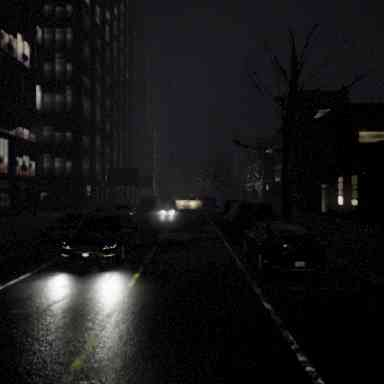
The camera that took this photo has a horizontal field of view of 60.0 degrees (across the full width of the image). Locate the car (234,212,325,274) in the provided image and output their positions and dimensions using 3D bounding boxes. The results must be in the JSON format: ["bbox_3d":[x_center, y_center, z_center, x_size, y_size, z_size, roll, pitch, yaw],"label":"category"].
[{"bbox_3d":[2.700,1.569,10.475,2.008,1.369,4.403,1,0,0],"label":"car"}]

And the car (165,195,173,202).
[{"bbox_3d":[-5.687,1.565,82.407,1.752,1.417,4.829,1,0,0],"label":"car"}]

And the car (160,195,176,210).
[{"bbox_3d":[-3.094,1.537,43.561,2.128,1.511,4.902,0,0,0],"label":"car"}]

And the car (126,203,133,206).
[{"bbox_3d":[-5.682,1.582,27.115,1.887,1.381,4.507,1,0,0],"label":"car"}]

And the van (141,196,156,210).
[{"bbox_3d":[-5.680,1.387,43.755,1.690,1.788,3.998,1,0,0],"label":"van"}]

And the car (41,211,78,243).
[{"bbox_3d":[-5.682,1.607,16.020,1.802,1.307,4.206,1,0,0],"label":"car"}]

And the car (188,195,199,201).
[{"bbox_3d":[-0.009,1.452,79.271,1.895,1.301,4.718,0,0,0],"label":"car"}]

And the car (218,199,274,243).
[{"bbox_3d":[2.702,1.340,16.021,2.192,1.841,5.009,1,0,0],"label":"car"}]

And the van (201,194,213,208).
[{"bbox_3d":[2.699,1.388,49.303,1.690,1.788,3.998,1,0,0],"label":"van"}]

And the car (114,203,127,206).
[{"bbox_3d":[-5.682,1.614,21.568,1.802,1.307,4.206,1,0,0],"label":"car"}]

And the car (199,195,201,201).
[{"bbox_3d":[2.695,1.613,54.849,1.947,1.339,4.313,1,0,0],"label":"car"}]

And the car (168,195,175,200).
[{"bbox_3d":[-5.688,1.558,93.499,1.752,1.417,4.829,1,0,0],"label":"car"}]

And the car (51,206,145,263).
[{"bbox_3d":[-3.088,1.521,12.046,1.837,1.490,4.892,0,1,0],"label":"car"}]

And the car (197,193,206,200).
[{"bbox_3d":[2.695,1.347,93.672,2.192,1.841,5.009,1,0,0],"label":"car"}]

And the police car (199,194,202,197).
[{"bbox_3d":[2.994,1.472,65.441,1.930,1.638,5.238,0,0,0],"label":"police car"}]

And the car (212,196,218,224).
[{"bbox_3d":[2.702,1.347,21.570,2.192,1.841,5.009,1,0,0],"label":"car"}]

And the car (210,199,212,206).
[{"bbox_3d":[2.699,1.562,27.287,1.752,1.417,4.829,1,0,0],"label":"car"}]
